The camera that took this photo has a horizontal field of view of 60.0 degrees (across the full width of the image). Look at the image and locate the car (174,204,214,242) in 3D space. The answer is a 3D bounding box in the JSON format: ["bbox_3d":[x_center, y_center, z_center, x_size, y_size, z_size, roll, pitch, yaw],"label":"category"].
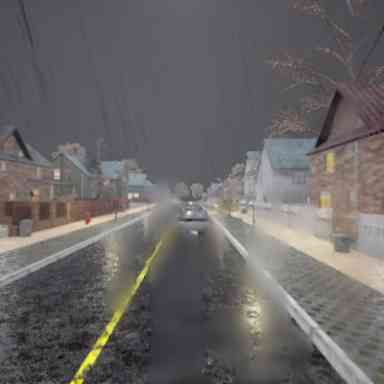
[{"bbox_3d":[0.103,1.595,16.963,2.128,1.511,4.902,0,0,0],"label":"car"}]

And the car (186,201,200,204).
[{"bbox_3d":[0.105,1.764,36.889,2.128,1.511,4.902,0,-1,0],"label":"car"}]
